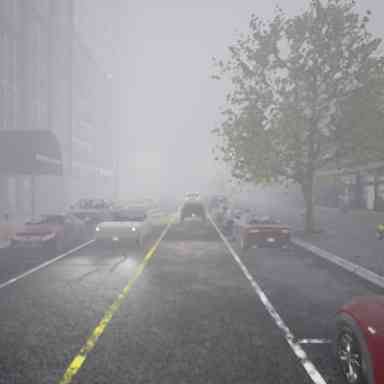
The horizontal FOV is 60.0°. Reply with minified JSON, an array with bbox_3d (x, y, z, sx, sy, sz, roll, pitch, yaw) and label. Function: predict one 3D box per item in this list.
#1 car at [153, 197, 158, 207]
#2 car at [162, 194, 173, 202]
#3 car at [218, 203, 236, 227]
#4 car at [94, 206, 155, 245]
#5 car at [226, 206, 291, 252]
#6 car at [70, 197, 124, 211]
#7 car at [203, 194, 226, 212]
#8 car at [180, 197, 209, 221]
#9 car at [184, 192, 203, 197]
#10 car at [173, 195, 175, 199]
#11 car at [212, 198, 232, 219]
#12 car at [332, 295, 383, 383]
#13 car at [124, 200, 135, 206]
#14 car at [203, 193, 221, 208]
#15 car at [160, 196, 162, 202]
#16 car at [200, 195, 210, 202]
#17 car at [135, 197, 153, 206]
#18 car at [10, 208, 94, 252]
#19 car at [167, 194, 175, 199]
[{"bbox_3d":[-5.677,1.426,41.353,1.947,1.339,4.313,1,0,0],"label":"car"},{"bbox_3d":[-5.675,1.312,69.081,1.947,1.339,4.313,1,0,0],"label":"car"},{"bbox_3d":[2.702,1.522,19.169,1.802,1.307,4.206,1,0,0],"label":"car"},{"bbox_3d":[-3.021,1.553,15.419,1.895,1.301,4.718,0,0,1],"label":"car"},{"bbox_3d":[2.702,1.503,13.624,1.887,1.381,4.507,1,0,0],"label":"car"},{"bbox_3d":[-5.674,1.255,19.167,2.192,1.841,5.009,1,0,0],"label":"car"},{"bbox_3d":[2.707,1.196,35.807,2.192,1.841,5.009,1,0,0],"label":"car"},{"bbox_3d":[0.101,1.419,26.324,1.837,1.490,4.892,0,0,0],"label":"car"},{"bbox_3d":[0.102,1.069,44.210,2.150,2.045,5.566,0,0,0],"label":"car"},{"bbox_3d":[-5.675,1.235,85.719,1.947,1.339,4.313,1,0,0],"label":"car"},{"bbox_3d":[2.703,1.445,24.885,1.752,1.417,4.829,1,0,0],"label":"car"},{"bbox_3d":[2.703,1.432,2.530,1.967,1.590,4.097,1,0,0],"label":"car"},{"bbox_3d":[-5.677,1.447,24.543,1.752,1.417,4.829,1,0,0],"label":"car"},{"bbox_3d":[2.707,1.154,46.899,2.192,1.841,5.009,1,0,0],"label":"car"},{"bbox_3d":[-5.676,1.365,46.728,1.752,1.417,4.829,1,0,0],"label":"car"},{"bbox_3d":[2.705,1.311,69.083,1.947,1.339,4.313,1,0,0],"label":"car"},{"bbox_3d":[-5.677,1.407,35.635,1.752,1.417,4.829,1,0,0],"label":"car"},{"bbox_3d":[-5.679,1.540,13.622,1.802,1.307,4.206,1,0,0],"label":"car"},{"bbox_3d":[-5.674,1.225,91.264,1.802,1.307,4.206,1,0,0],"label":"car"}]
